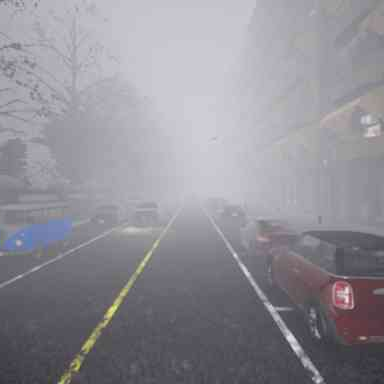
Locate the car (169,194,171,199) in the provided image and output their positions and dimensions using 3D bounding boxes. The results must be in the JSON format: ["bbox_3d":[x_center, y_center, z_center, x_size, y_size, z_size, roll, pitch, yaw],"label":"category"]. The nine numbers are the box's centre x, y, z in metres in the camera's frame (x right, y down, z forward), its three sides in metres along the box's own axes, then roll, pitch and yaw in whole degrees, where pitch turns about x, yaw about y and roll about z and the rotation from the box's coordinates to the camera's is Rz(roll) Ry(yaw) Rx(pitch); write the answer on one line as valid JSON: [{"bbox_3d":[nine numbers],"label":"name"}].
[{"bbox_3d":[-5.692,1.092,62.558,2.192,1.841,5.009,0,0,0],"label":"car"}]

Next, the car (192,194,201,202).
[{"bbox_3d":[0.899,1.213,69.509,1.801,1.575,5.366,0,0,0],"label":"car"}]

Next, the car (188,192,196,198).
[{"bbox_3d":[0.000,0.869,93.816,2.097,1.767,4.553,0,0,0],"label":"car"}]

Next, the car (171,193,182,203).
[{"bbox_3d":[-3.007,1.313,65.554,2.033,1.411,5.357,0,0,0],"label":"car"}]

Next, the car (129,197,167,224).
[{"bbox_3d":[-3.100,1.381,23.721,1.882,1.535,5.008,0,0,0],"label":"car"}]

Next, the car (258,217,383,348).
[{"bbox_3d":[2.691,1.414,6.255,1.967,1.590,4.097,0,0,0],"label":"car"}]

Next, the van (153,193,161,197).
[{"bbox_3d":[-5.691,1.168,45.665,1.690,1.788,3.998,0,0,0],"label":"van"}]

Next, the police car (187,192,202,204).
[{"bbox_3d":[0.442,1.211,59.616,1.930,1.638,5.238,0,0,12],"label":"police car"}]

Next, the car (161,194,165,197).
[{"bbox_3d":[-5.692,1.392,51.296,1.802,1.307,4.206,0,0,0],"label":"car"}]

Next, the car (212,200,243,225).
[{"bbox_3d":[2.690,1.472,23.147,1.947,1.339,4.313,0,0,0],"label":"car"}]

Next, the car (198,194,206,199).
[{"bbox_3d":[2.688,1.251,90.710,1.887,1.381,4.507,0,0,0],"label":"car"}]

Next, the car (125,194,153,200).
[{"bbox_3d":[-5.690,1.179,34.405,2.192,1.841,5.009,0,0,0],"label":"car"}]

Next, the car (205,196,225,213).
[{"bbox_3d":[2.689,1.304,34.406,1.967,1.590,4.097,0,0,0],"label":"car"}]

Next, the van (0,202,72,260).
[{"bbox_3d":[-5.690,1.292,11.884,1.690,1.788,3.998,0,0,0],"label":"van"}]

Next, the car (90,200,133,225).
[{"bbox_3d":[-5.690,1.471,23.146,1.947,1.339,4.313,0,0,0],"label":"car"}]

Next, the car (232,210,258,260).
[{"bbox_3d":[2.690,1.533,11.886,1.802,1.307,4.206,0,0,0],"label":"car"}]

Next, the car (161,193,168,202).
[{"bbox_3d":[-5.692,1.338,56.927,1.887,1.381,4.507,0,0,0],"label":"car"}]

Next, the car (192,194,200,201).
[{"bbox_3d":[0.898,1.220,75.319,1.882,1.535,5.008,0,0,0],"label":"car"}]

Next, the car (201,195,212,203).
[{"bbox_3d":[2.688,1.343,62.560,1.947,1.339,4.313,0,0,0],"label":"car"}]

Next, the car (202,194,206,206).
[{"bbox_3d":[2.689,1.352,45.837,1.752,1.417,4.829,0,0,0],"label":"car"}]
